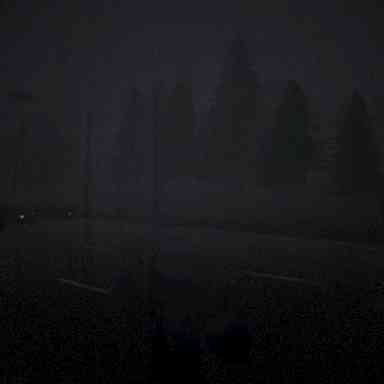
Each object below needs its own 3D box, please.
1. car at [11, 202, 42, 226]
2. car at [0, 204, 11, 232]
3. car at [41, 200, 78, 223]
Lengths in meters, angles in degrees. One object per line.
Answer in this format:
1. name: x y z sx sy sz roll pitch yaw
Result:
1. car: -11.747 1.437 20.990 4.181 1.385 1.994 0 0 36
2. car: -11.193 1.369 16.291 5.008 1.535 1.882 0 0 36
3. car: -10.450 1.347 24.364 5.008 1.535 1.882 0 0 36
